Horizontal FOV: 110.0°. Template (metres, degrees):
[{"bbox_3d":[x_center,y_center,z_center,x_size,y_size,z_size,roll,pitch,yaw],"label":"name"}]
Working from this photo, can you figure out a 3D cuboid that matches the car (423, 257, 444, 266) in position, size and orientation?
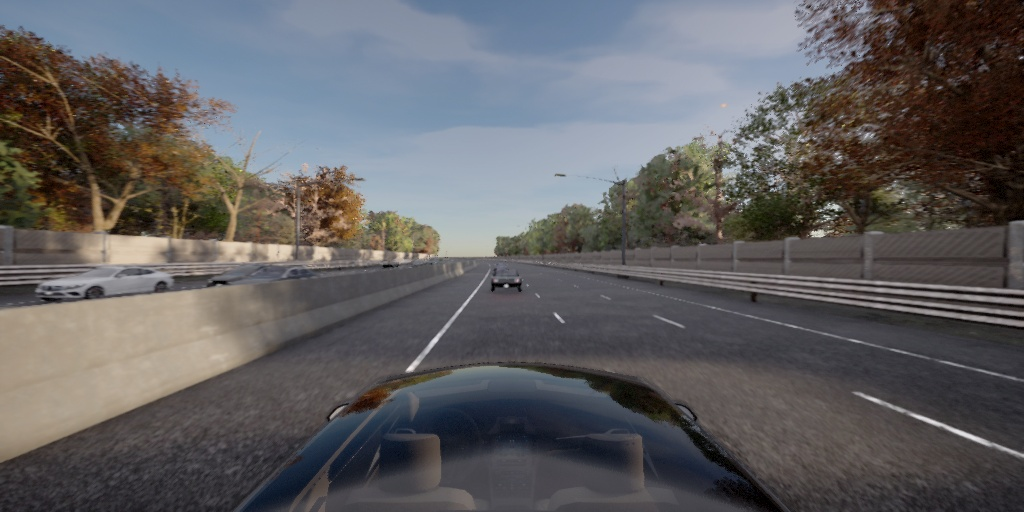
[{"bbox_3d":[-12.404,1.204,58.242,2.150,2.045,5.566,1,0,-2],"label":"car"}]

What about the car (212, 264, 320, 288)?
[{"bbox_3d":[-10.887,1.217,16.817,2.128,1.511,4.902,1,0,-1],"label":"car"}]

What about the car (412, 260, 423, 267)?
[{"bbox_3d":[-16.109,1.478,62.477,1.837,1.490,4.892,1,0,-3],"label":"car"}]

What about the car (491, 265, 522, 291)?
[{"bbox_3d":[-0.384,1.489,23.175,1.895,1.301,4.718,1,0,-2],"label":"car"}]

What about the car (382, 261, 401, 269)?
[{"bbox_3d":[-19.395,1.494,57.888,1.895,1.301,4.718,1,0,-2],"label":"car"}]

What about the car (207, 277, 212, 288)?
[{"bbox_3d":[-14.471,1.210,20.050,1.837,1.490,4.892,1,0,-2],"label":"car"}]

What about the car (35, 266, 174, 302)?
[{"bbox_3d":[-17.869,1.166,16.125,1.812,1.442,4.674,1,0,-1],"label":"car"}]
